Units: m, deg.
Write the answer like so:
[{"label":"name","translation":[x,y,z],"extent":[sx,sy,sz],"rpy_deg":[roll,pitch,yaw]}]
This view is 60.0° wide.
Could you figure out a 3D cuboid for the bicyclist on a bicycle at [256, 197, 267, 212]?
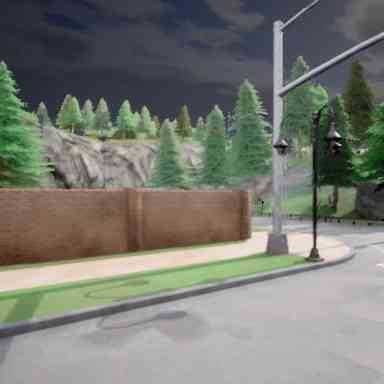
[{"label":"bicyclist on a bicycle","translation":[6.952,1.265,33.491],"extent":[1.656,1.620,0.582],"rpy_deg":[-22,16,-32]}]
